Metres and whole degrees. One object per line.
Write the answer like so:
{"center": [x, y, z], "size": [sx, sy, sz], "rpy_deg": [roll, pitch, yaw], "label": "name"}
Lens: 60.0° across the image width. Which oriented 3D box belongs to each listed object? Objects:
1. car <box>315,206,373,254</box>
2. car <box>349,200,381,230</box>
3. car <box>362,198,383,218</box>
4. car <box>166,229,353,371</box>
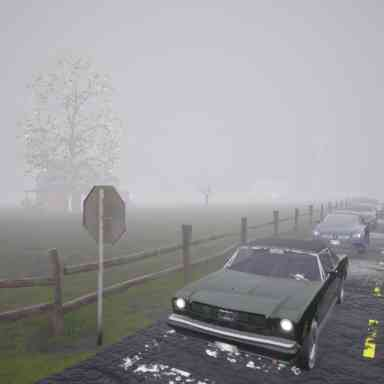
{"center": [6.280, 1.529, 13.816], "size": [1.812, 1.442, 4.674], "rpy_deg": [0, 0, 31], "label": "car"}
{"center": [10.933, 1.509, 21.536], "size": [1.837, 1.490, 4.892], "rpy_deg": [0, 0, 31], "label": "car"}
{"center": [16.027, 1.357, 29.951], "size": [2.097, 1.767, 4.553], "rpy_deg": [0, 0, 31], "label": "car"}
{"center": [1.559, 1.602, 5.991], "size": [1.895, 1.301, 4.718], "rpy_deg": [0, 0, 31], "label": "car"}
